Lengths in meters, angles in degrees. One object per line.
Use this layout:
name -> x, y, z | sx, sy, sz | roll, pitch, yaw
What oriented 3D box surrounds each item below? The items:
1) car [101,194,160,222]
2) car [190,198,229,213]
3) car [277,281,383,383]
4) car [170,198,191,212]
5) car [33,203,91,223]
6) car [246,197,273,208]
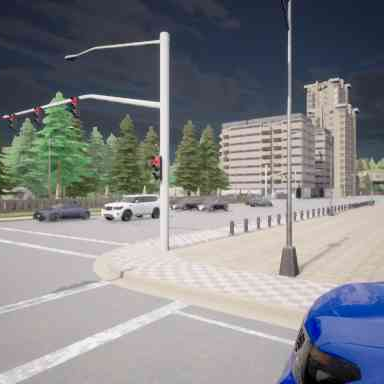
car -> -4.720, 1.221, 27.217 | 2.150, 2.045, 5.566 | 0, 0, 35
car -> 2.356, 1.490, 37.133 | 2.128, 1.511, 4.902 | 0, 0, 36
car -> 3.280, 1.221, 1.626 | 5.566, 2.045, 2.150 | 0, 0, 36
car -> -0.557, 1.491, 39.078 | 2.128, 1.511, 4.902 | 0, 0, 36
car -> -10.013, 1.564, 25.823 | 1.994, 1.385, 4.181 | 0, 0, 36
car -> 10.026, 1.564, 47.816 | 1.994, 1.385, 4.181 | 0, 0, 36
